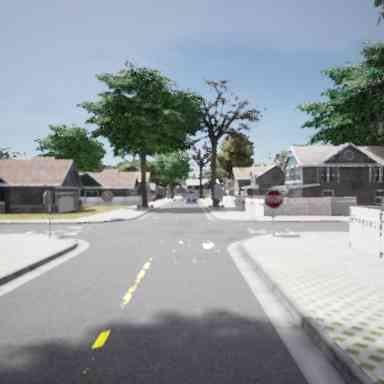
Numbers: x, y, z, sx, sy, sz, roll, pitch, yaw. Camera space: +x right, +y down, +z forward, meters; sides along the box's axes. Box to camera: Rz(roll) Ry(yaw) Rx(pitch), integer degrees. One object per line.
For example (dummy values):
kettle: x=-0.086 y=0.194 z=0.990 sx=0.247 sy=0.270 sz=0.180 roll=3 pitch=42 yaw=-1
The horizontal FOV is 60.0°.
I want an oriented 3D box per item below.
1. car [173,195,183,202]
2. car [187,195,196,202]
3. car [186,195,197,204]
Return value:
car: x=-2.780 y=1.268 z=68.417 sx=1.812 sy=1.442 sz=4.674 roll=0 pitch=0 yaw=0
car: x=-0.033 y=1.414 z=74.667 sx=1.994 sy=1.385 sz=4.181 roll=0 pitch=0 yaw=0
car: x=-0.029 y=1.363 z=64.601 sx=2.097 sy=1.767 sz=4.553 roll=0 pitch=0 yaw=0
